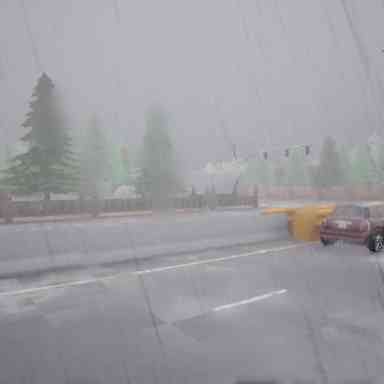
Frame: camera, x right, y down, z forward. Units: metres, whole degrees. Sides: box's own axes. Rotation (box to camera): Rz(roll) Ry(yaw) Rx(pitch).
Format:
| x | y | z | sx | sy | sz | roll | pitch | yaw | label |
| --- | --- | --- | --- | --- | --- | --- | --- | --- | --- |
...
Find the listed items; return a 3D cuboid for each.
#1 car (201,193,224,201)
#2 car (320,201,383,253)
| x | y | z | sx | sy | sz | roll | pitch | yaw | label |
| --- | --- | --- | --- | --- | --- | --- | --- | --- | --- |
| 3.810 | 0.944 | 62.441 | 1.812 | 1.442 | 4.674 | -1 | 0 | -35 | car |
| 7.183 | 1.208 | 13.251 | 4.553 | 1.767 | 2.097 | -1 | 1 | -35 | car |
